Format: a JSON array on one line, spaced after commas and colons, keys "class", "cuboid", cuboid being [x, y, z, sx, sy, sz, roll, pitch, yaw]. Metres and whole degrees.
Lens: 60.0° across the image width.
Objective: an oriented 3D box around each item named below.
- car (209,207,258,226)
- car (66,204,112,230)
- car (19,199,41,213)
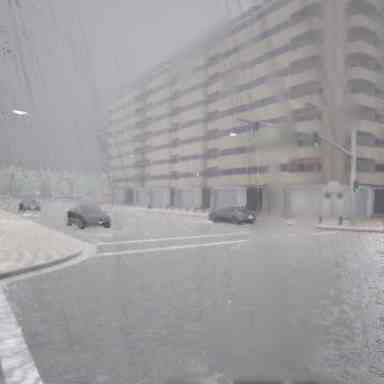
[{"class": "car", "cuboid": [3.167, 1.835, 26.141, 1.994, 1.385, 4.181, 1, -1, -35]}, {"class": "car", "cuboid": [-6.892, 1.602, 22.015, 1.837, 1.490, 4.892, 1, -1, -35]}, {"class": "car", "cuboid": [-19.494, 1.620, 39.910, 2.128, 1.511, 4.902, 1, -1, -35]}]
